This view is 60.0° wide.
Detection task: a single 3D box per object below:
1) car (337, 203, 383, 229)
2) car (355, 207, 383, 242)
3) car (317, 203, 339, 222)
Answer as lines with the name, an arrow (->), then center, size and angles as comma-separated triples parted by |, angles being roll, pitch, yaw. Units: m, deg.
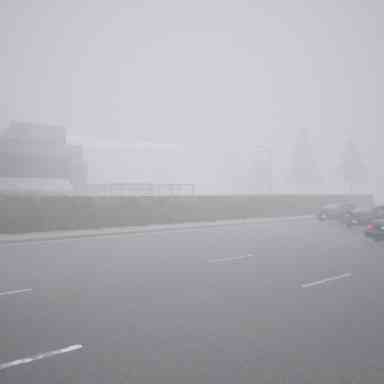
car -> 11.146, 1.523, 20.306 | 4.674, 1.442, 1.812 | 0, 0, -36
car -> 9.941, 1.545, 15.131 | 5.357, 1.411, 2.033 | 0, 0, -35
car -> 11.086, 1.522, 24.561 | 4.674, 1.442, 1.812 | 0, 0, -36
